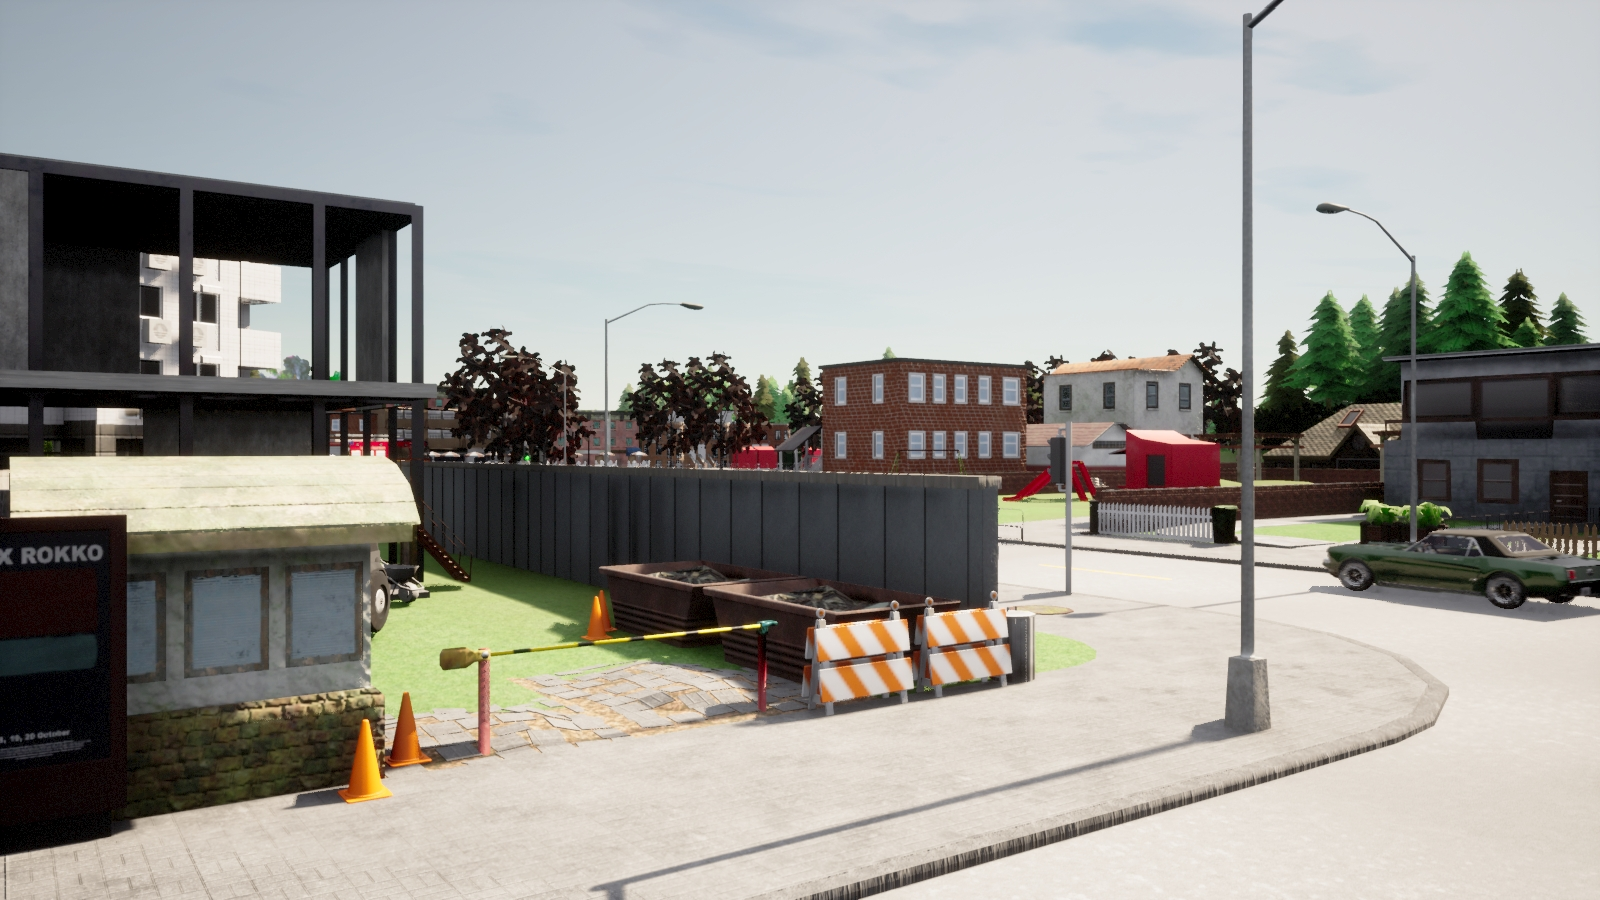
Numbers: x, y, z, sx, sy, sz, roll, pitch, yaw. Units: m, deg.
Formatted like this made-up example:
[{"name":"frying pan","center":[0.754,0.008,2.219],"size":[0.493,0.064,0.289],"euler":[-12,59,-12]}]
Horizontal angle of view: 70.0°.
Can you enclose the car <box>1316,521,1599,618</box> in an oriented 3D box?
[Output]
[{"name":"car","center":[12.435,2.146,21.565],"size":[1.895,1.301,4.718],"euler":[0,0,-29]}]
